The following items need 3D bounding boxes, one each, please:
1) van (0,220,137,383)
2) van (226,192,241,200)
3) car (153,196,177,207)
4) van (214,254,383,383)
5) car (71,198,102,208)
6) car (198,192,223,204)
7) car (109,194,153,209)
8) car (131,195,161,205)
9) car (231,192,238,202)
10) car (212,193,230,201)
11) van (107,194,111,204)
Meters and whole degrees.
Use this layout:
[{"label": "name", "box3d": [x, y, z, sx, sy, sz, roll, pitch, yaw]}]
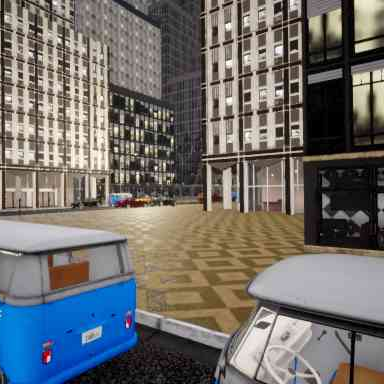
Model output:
[{"label": "van", "box3d": [-2.607, 1.342, 4.753, 3.998, 1.788, 1.690, 0, -1, 36]}, {"label": "van", "box3d": [9.506, 0.873, 75.670, 1.690, 1.788, 3.998, 0, 0, 36]}, {"label": "car", "box3d": [-3.730, 1.231, 43.458, 2.008, 1.369, 4.403, 0, 0, 36]}, {"label": "van", "box3d": [1.930, 1.341, 1.510, 3.998, 1.788, 1.690, 0, -1, 36]}, {"label": "car", "box3d": [-13.845, 1.404, 43.835, 1.947, 1.339, 4.313, 0, 0, 36]}, {"label": "car", "box3d": [2.938, 0.909, 52.549, 2.192, 1.841, 5.009, 0, 0, 36]}, {"label": "car", "box3d": [-7.065, 1.268, 38.912, 1.887, 1.381, 4.507, 0, 0, 36]}, {"label": "car", "box3d": [-7.274, 1.279, 52.793, 1.752, 1.417, 4.829, 0, 0, 36]}, {"label": "car", "box3d": [6.275, 1.101, 57.096, 2.008, 1.369, 4.403, 0, 0, 36]}, {"label": "car", "box3d": [6.171, 1.017, 71.122, 1.967, 1.590, 4.097, 0, 0, 36]}, {"label": "van", "box3d": [-10.511, 1.136, 48.382, 1.690, 1.788, 3.998, 0, 0, 36]}]
